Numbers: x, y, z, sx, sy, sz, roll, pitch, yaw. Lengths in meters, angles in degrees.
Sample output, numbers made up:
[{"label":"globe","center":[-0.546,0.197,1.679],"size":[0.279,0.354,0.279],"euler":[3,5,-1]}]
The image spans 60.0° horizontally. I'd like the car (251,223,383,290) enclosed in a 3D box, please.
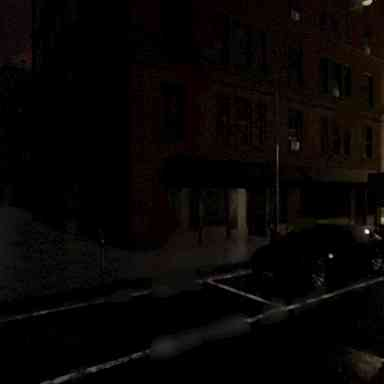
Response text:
[{"label":"car","center":[3.547,1.561,9.073],"size":[4.313,1.339,1.947],"euler":[0,0,-36]}]
